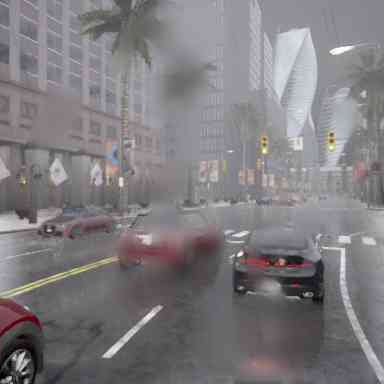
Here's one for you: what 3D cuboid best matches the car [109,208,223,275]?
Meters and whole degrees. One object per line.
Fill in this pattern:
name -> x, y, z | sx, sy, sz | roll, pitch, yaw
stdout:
car -> -0.411, 1.357, 10.894 | 2.097, 1.767, 4.553 | 0, 0, 21

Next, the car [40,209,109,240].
car -> -5.758, 1.571, 17.114 | 1.994, 1.385, 4.181 | 0, 0, 24

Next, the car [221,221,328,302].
car -> 2.337, 1.510, 8.443 | 1.837, 1.490, 4.892 | 0, 0, 21

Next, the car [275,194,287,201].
car -> 23.892, 1.401, 89.180 | 2.185, 1.767, 4.553 | 0, 0, 24

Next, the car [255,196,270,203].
car -> 14.696, 1.549, 69.270 | 2.161, 1.482, 4.786 | 0, 0, 24

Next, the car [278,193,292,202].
car -> 21.323, 1.265, 76.067 | 2.150, 2.045, 5.566 | 0, 0, 25

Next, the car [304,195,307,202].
car -> 24.728, 1.395, 75.089 | 2.097, 1.767, 4.553 | 0, 0, 25

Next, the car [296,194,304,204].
car -> 20.397, 1.512, 65.666 | 1.882, 1.535, 5.008 | 0, 0, 25

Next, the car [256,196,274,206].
car -> 12.592, 1.507, 57.197 | 1.882, 1.535, 5.008 | 0, 0, 25

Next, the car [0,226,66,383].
car -> -2.965, 1.353, 2.089 | 2.097, 1.767, 4.553 | 0, 0, 7

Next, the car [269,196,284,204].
car -> 16.902, 1.512, 66.448 | 1.882, 1.535, 5.008 | 0, 0, 25

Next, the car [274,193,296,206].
car -> 15.506, 1.381, 55.168 | 2.097, 1.767, 4.553 | 0, 0, 25
